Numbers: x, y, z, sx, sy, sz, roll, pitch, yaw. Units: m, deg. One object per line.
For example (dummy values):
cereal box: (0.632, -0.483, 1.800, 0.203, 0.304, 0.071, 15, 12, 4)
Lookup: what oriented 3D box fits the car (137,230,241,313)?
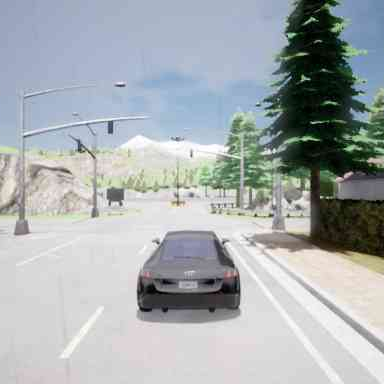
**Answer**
car: (-0.033, 1.573, 7.816, 1.994, 1.385, 4.181, 0, 0, 1)
